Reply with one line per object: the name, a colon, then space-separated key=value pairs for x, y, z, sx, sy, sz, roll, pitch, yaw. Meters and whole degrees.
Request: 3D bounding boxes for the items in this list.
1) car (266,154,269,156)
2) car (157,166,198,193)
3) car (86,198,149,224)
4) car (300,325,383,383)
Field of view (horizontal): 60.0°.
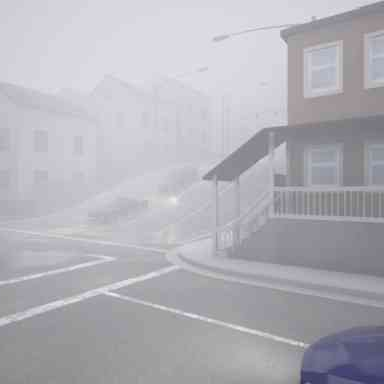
car: x=9.374 y=-5.402 z=45.231 sx=1.882 sy=1.535 sz=5.008 roll=0 pitch=8 yaw=36
car: x=-1.282 y=-1.278 z=30.147 sx=1.837 sy=1.490 sz=4.892 roll=0 pitch=21 yaw=34
car: x=-5.361 y=1.256 z=24.187 sx=1.895 sy=1.301 sz=4.718 roll=0 pitch=12 yaw=34
car: x=2.981 y=1.526 z=1.838 sx=4.674 sy=1.442 sz=1.812 roll=0 pitch=0 yaw=36
